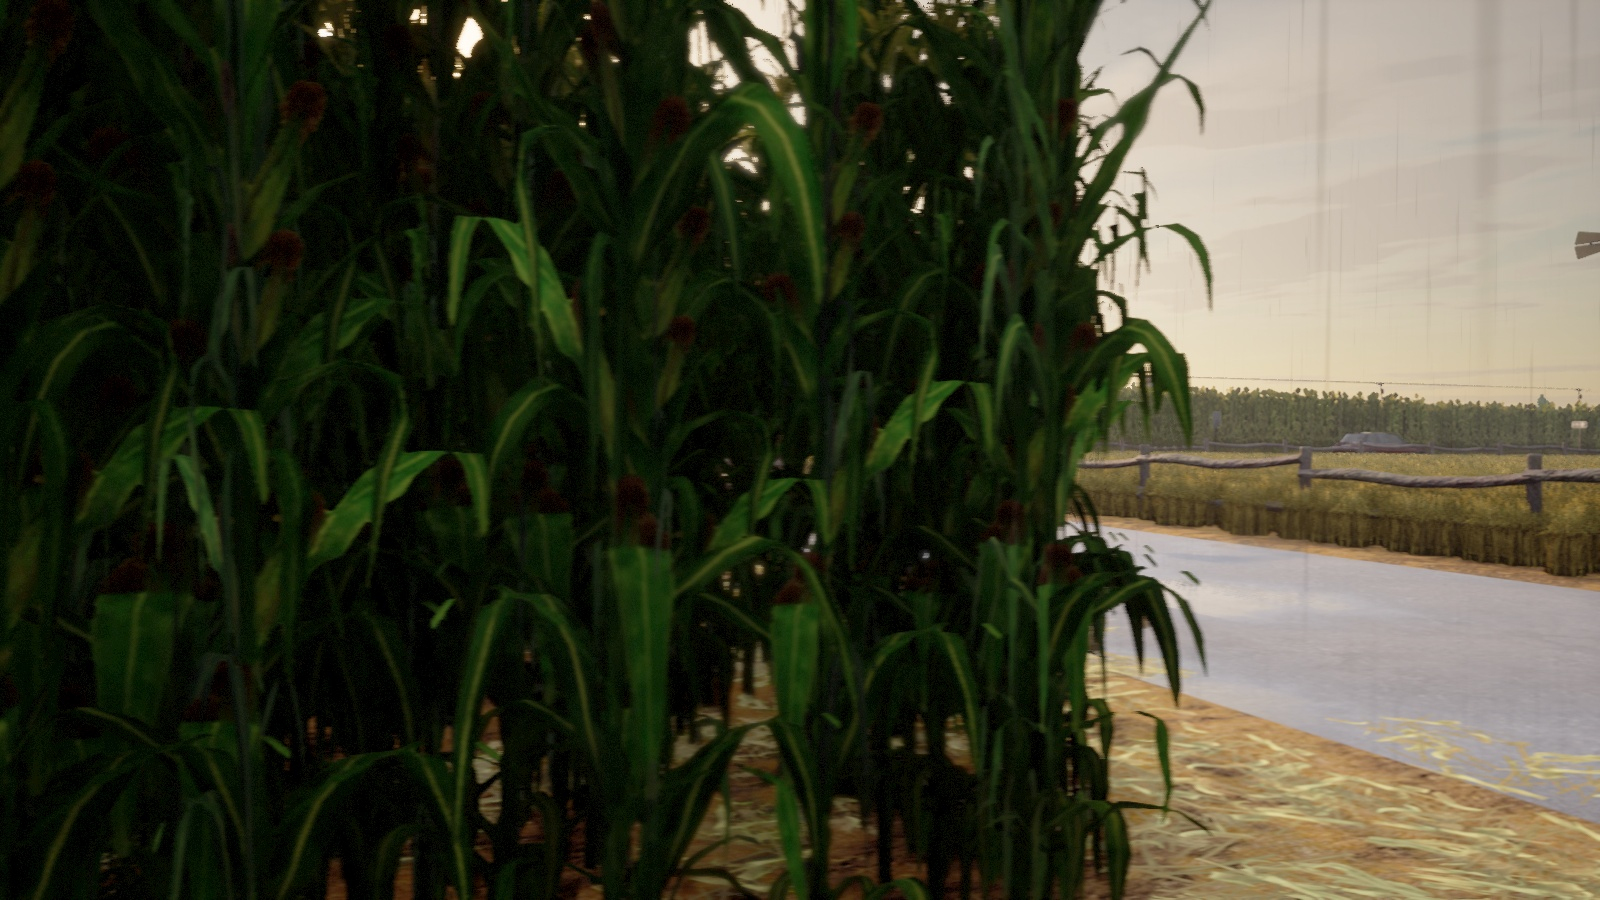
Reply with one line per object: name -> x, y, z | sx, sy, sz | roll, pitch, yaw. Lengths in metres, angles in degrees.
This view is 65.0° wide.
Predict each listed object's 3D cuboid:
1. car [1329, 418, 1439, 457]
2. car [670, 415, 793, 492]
car -> 27.429, -0.619, 59.019 | 4.553, 1.767, 2.097 | -1, 1, -20
car -> -1.900, 0.038, 33.253 | 1.932, 1.855, 4.605 | -1, 1, -21
